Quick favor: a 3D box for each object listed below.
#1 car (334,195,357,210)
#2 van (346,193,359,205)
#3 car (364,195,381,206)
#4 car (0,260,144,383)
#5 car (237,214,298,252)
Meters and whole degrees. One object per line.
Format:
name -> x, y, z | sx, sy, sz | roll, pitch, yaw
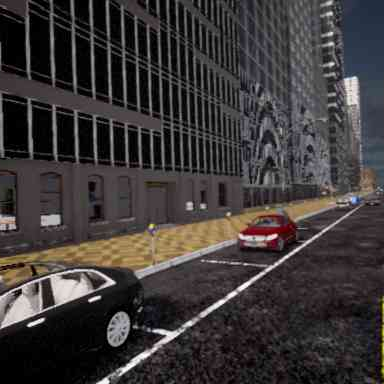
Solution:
car -> 17.595, 1.354, 38.652 | 2.008, 1.369, 4.403 | -2, -1, 30
van -> 23.302, 1.044, 48.501 | 1.690, 1.788, 3.998 | -2, -1, 30
car -> 25.158, 1.166, 46.331 | 2.033, 1.411, 5.357 | -2, -1, 30
car -> -2.402, 1.677, 4.187 | 2.008, 1.369, 4.403 | -2, -1, 30
car -> 3.312, 1.616, 14.033 | 1.802, 1.307, 4.206 | -2, -1, 30
